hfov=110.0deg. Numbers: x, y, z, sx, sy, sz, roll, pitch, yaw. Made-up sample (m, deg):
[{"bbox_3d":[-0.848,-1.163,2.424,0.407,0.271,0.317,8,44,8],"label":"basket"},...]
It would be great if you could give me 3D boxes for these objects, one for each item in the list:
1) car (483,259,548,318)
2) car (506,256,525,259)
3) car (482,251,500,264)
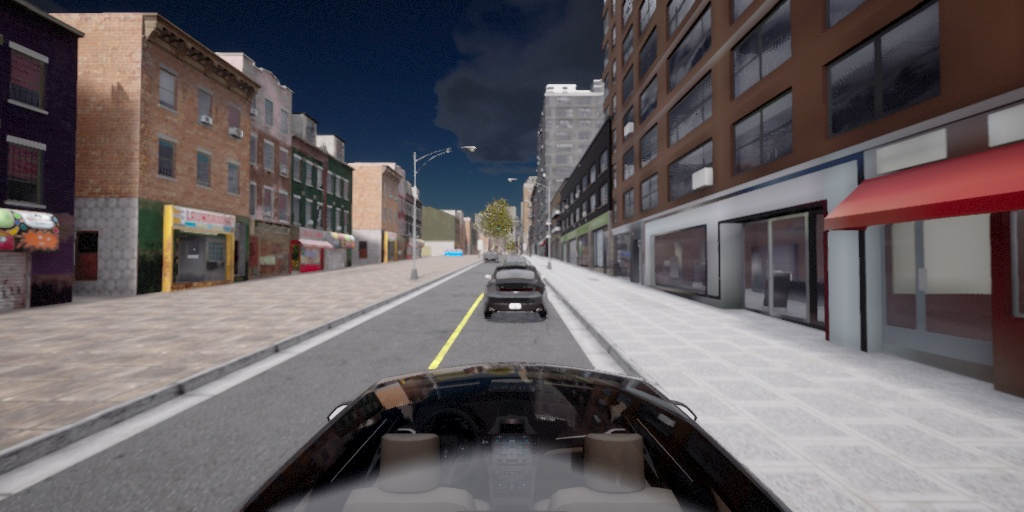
[{"bbox_3d":[0.129,1.020,11.865,1.837,1.490,4.892,0,1,1],"label":"car"},{"bbox_3d":[0.252,0.672,28.788,1.895,1.301,4.718,0,2,1],"label":"car"},{"bbox_3d":[-2.563,0.129,44.855,1.837,1.490,4.892,0,2,0],"label":"car"}]
